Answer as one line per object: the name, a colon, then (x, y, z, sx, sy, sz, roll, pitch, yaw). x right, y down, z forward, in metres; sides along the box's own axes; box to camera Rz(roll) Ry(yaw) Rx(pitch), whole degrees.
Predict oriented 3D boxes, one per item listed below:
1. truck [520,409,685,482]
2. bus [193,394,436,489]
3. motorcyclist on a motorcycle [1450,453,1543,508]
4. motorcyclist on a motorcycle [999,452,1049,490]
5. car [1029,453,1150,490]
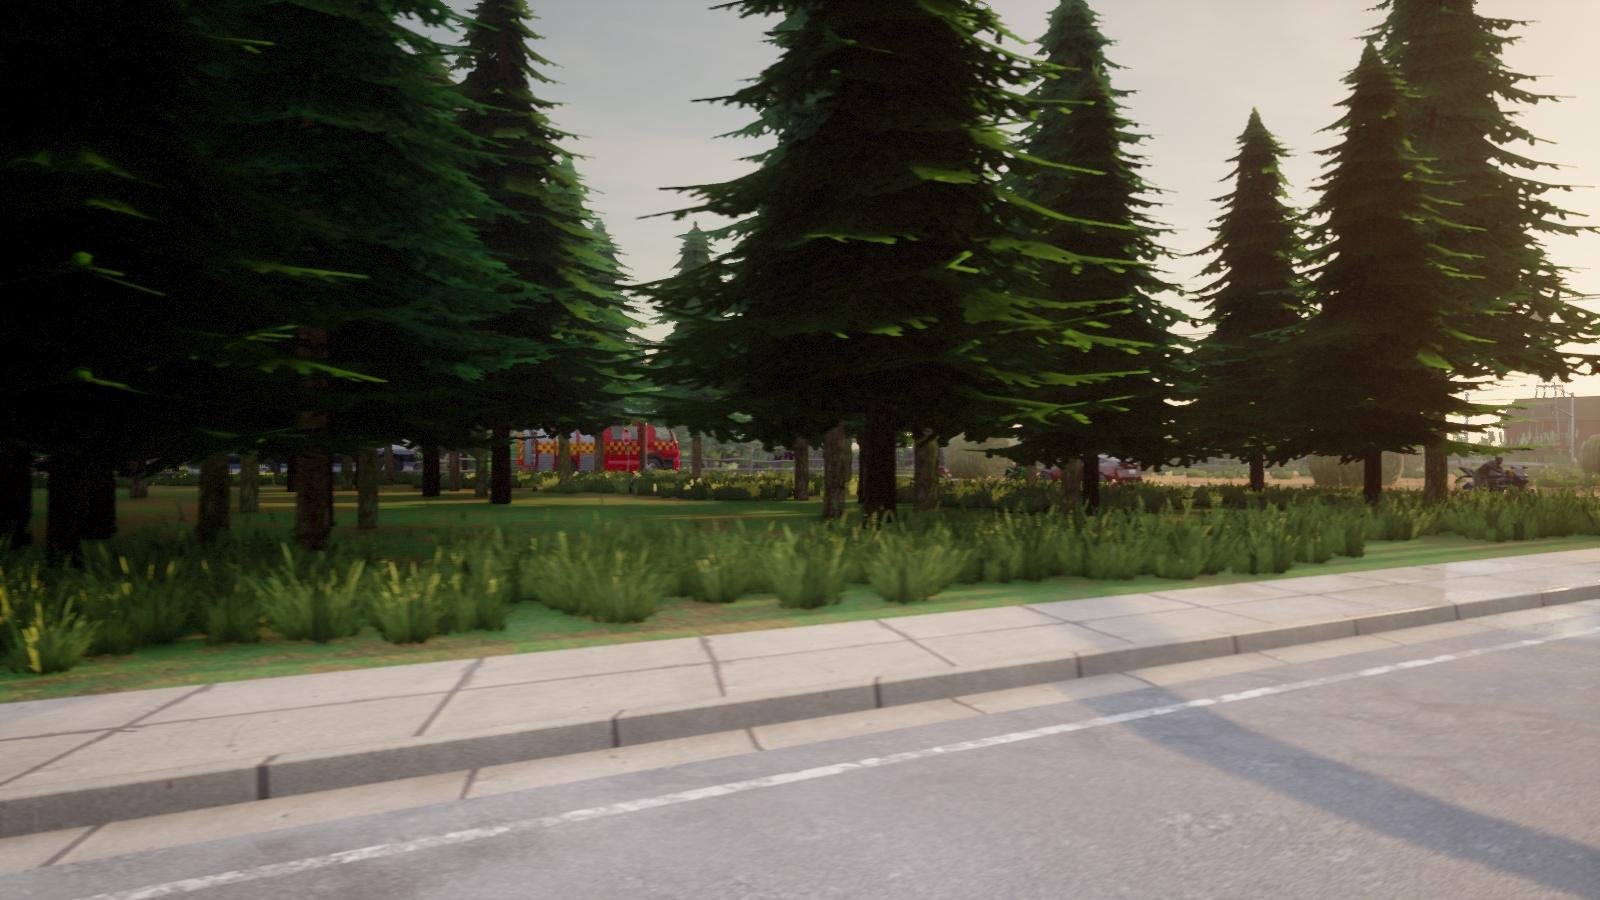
truck: (-10.733, -0.232, 68.608, 8.468, 3.827, 2.891, 0, 0, -32)
bus: (-23.306, -0.438, 60.594, 10.273, 4.253, 3.944, -1, 0, -33)
motorcyclist on a motorcycle: (20.027, 0.854, 36.149, 0.866, 1.530, 2.191, 0, 0, -35)
motorcyclist on a motorcycle: (9.185, 0.862, 51.566, 0.797, 1.523, 2.044, 0, 0, -35)
car: (12.226, 0.878, 53.327, 2.163, 1.488, 4.792, 0, 0, -35)
